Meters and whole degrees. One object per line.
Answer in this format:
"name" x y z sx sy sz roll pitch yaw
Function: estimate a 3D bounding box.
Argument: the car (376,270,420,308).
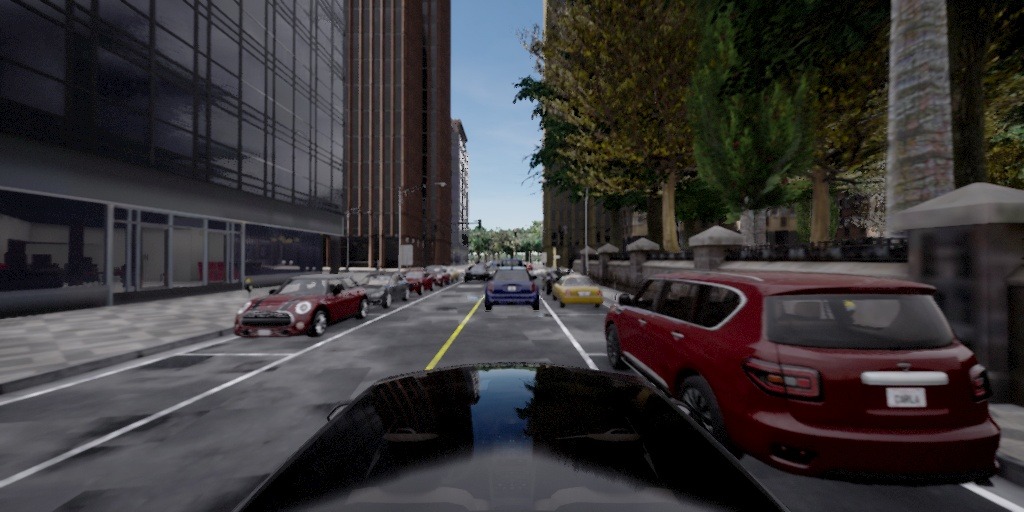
"car" -5.770 1.440 15.796 2.007 1.370 4.403 0 0 0

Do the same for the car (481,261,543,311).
"car" 0.015 1.235 15.278 2.097 1.767 4.553 0 -1 0

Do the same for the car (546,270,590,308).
"car" 2.755 1.415 15.973 1.751 1.417 4.829 0 0 0

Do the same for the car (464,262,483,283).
"car" -3.046 1.525 31.662 1.882 1.535 5.008 0 -1 1

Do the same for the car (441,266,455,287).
"car" -5.777 1.438 26.709 1.967 1.591 4.097 0 0 0

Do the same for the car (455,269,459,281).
"car" -5.780 1.578 31.996 1.751 1.417 4.829 0 0 0

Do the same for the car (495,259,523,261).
"car" -0.010 1.240 28.811 2.150 2.045 5.566 0 -1 0

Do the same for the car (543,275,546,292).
"car" 2.751 1.509 21.260 1.948 1.339 4.313 0 0 0

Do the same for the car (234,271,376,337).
"car" -5.767 1.275 10.339 1.967 1.591 4.097 0 0 0

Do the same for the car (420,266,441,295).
"car" -5.774 1.489 21.252 1.888 1.381 4.507 0 0 0

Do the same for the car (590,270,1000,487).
"car" 2.762 1.096 4.891 2.192 1.841 5.009 0 0 0
